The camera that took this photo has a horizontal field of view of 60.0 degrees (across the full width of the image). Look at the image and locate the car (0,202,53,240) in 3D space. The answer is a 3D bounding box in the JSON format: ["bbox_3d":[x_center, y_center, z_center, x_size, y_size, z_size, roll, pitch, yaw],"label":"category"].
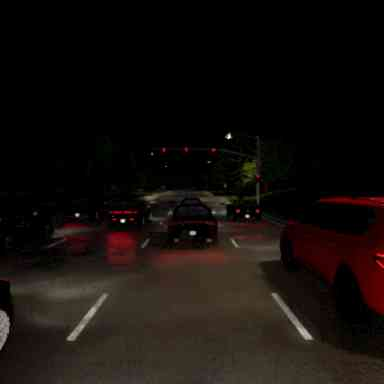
[{"bbox_3d":[-6.974,1.136,12.351,2.097,1.767,4.553,0,1,-1],"label":"car"}]

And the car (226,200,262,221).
[{"bbox_3d":[3.464,1.198,23.043,1.895,1.301,4.718,0,1,0],"label":"car"}]

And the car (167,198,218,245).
[{"bbox_3d":[0.016,1.231,14.086,1.882,1.535,5.008,0,1,0],"label":"car"}]

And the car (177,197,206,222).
[{"bbox_3d":[-0.034,1.117,23.416,1.812,1.442,4.674,0,1,0],"label":"car"}]

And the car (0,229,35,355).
[{"bbox_3d":[-3.415,1.429,2.671,1.882,1.535,5.008,0,1,0],"label":"car"}]

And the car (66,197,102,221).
[{"bbox_3d":[-7.038,1.108,22.806,1.837,1.490,4.892,0,1,0],"label":"car"}]

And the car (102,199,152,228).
[{"bbox_3d":[-3.514,1.169,19.235,1.837,1.490,4.892,0,1,0],"label":"car"}]

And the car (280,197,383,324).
[{"bbox_3d":[3.562,1.098,7.026,2.150,2.045,5.566,0,1,-1],"label":"car"}]
